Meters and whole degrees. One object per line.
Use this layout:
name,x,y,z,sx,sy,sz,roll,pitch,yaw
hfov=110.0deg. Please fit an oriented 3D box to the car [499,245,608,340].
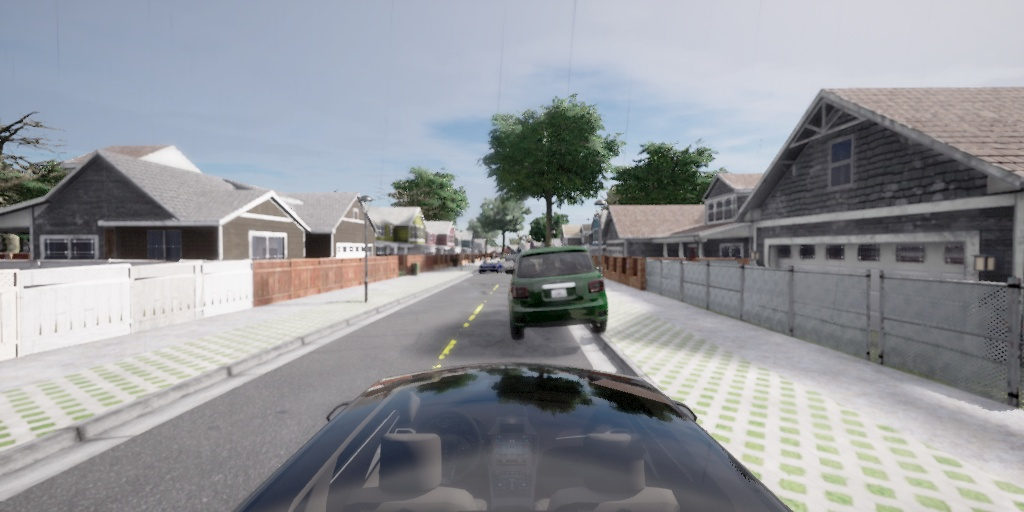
car,1.015,0.797,9.754,2.150,2.045,5.566,-5,1,2

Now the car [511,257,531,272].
car,1.061,0.864,38.522,2.033,1.411,5.357,0,1,3

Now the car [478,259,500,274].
car,-1.957,0.976,33.113,1.895,1.301,4.718,0,1,2
